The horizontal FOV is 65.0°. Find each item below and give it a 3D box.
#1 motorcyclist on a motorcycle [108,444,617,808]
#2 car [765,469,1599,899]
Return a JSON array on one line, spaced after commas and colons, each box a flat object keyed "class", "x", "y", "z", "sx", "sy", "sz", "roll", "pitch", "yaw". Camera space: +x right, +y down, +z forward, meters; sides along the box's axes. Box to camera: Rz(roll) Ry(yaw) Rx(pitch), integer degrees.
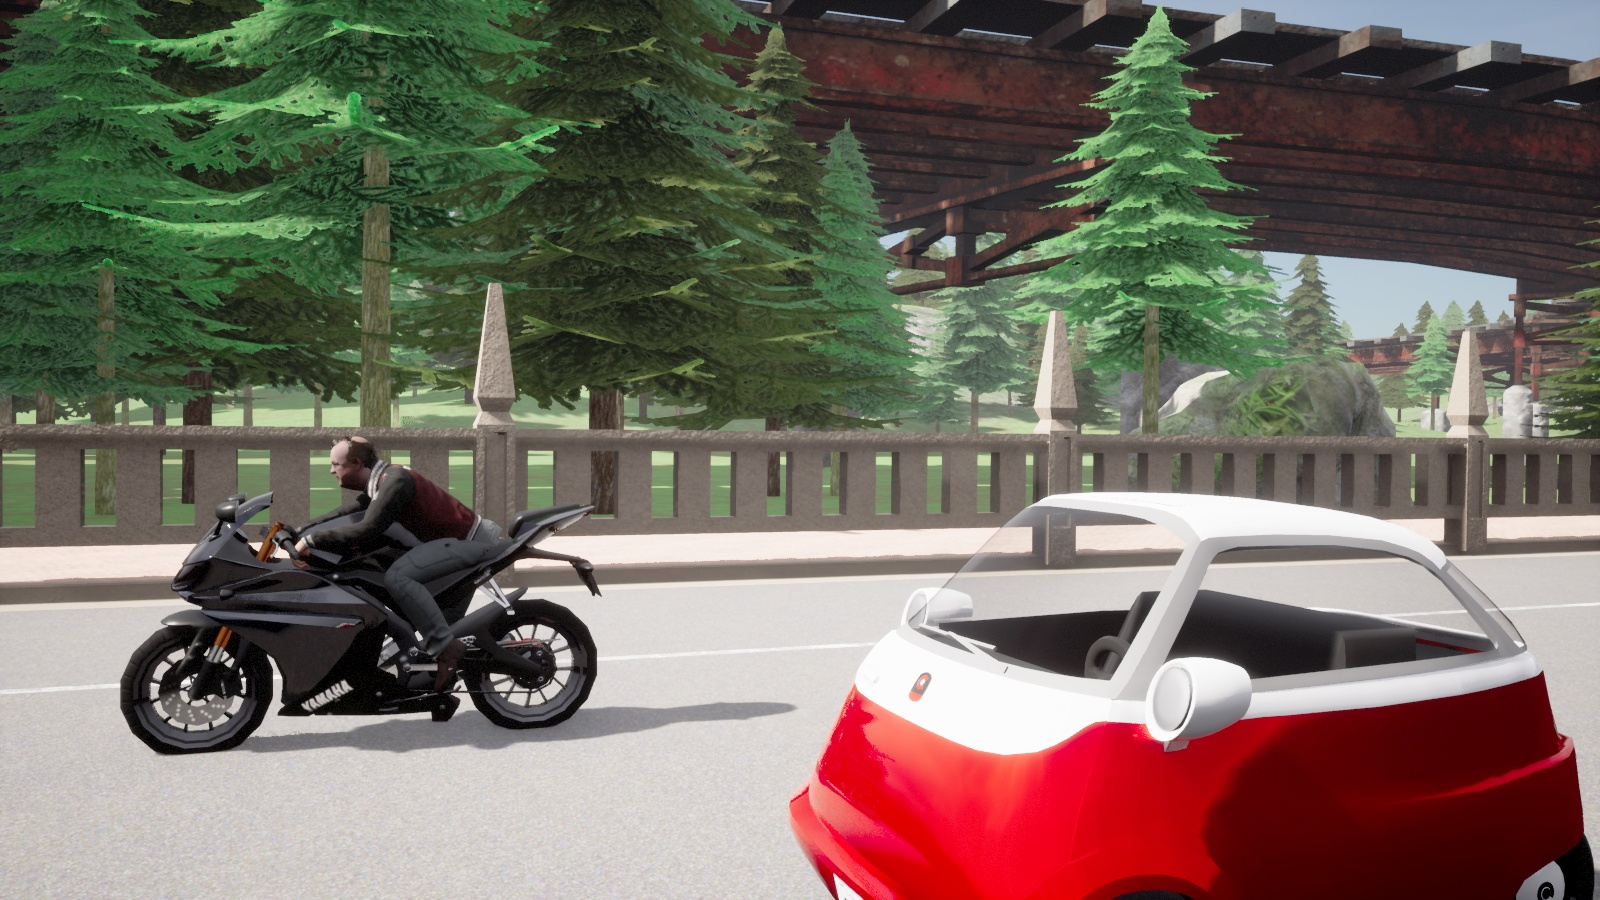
[{"class": "motorcyclist on a motorcycle", "x": -2.089, "y": 0.755, "z": 6.190, "sx": 2.191, "sy": 1.530, "sz": 0.866, "roll": -1, "pitch": 1, "yaw": -21}, {"class": "car", "x": 1.187, "y": 0.780, "z": 3.690, "sx": 2.207, "sy": 1.376, "sz": 1.481, "roll": -1, "pitch": 1, "yaw": -21}]
